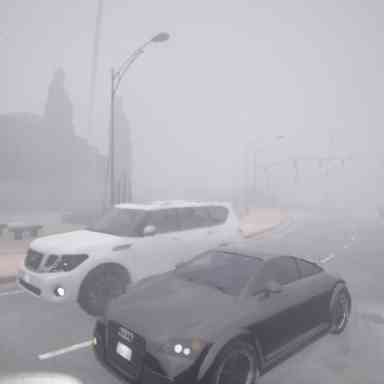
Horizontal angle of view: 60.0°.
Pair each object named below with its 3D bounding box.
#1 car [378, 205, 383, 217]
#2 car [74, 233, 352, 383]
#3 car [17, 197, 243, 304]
[{"bbox_3d":[18.087,1.651,29.532,1.994,1.385,4.181,0,0,14],"label":"car"},{"bbox_3d":[0.710,1.574,5.027,4.181,1.385,1.994,0,0,-43],"label":"car"},{"bbox_3d":[-1.019,1.234,8.001,5.566,2.045,2.150,0,0,-44],"label":"car"}]
